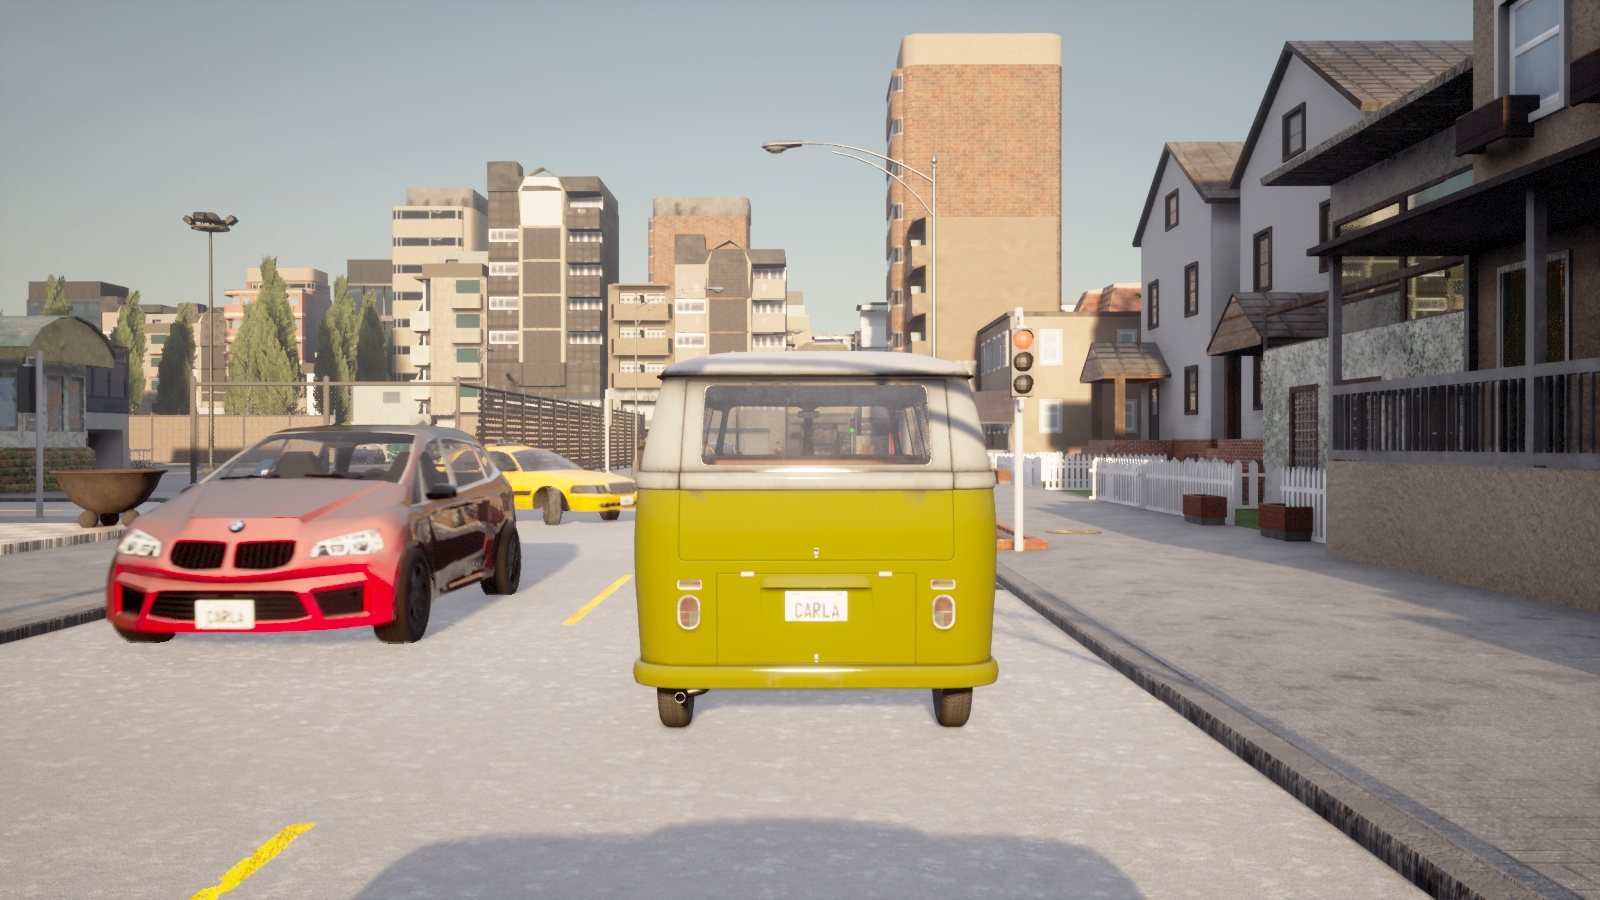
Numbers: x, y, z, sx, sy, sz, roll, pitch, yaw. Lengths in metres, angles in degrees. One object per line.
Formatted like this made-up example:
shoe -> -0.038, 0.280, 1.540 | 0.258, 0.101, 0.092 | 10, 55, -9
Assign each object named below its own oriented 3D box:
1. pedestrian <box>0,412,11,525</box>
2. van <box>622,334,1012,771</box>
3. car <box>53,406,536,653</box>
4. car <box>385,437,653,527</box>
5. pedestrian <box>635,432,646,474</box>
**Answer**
pedestrian -> -14.222, 0.317, 21.811 | 0.788, 1.949, 0.423 | 0, 0, -16
van -> 0.070, 0.454, 7.932 | 1.775, 1.987, 4.442 | 0, 0, 0
car -> -3.907, 0.527, 10.801 | 2.242, 1.667, 4.611 | 0, 0, 1
car -> -5.496, 0.545, 24.194 | 5.366, 1.575, 1.801 | 0, 1, 33
pedestrian -> -7.388, 0.121, 58.335 | 0.395, 1.930, 0.692 | 0, 0, 2
